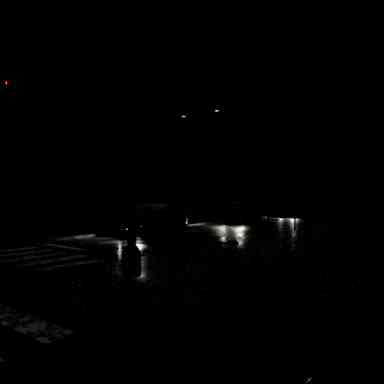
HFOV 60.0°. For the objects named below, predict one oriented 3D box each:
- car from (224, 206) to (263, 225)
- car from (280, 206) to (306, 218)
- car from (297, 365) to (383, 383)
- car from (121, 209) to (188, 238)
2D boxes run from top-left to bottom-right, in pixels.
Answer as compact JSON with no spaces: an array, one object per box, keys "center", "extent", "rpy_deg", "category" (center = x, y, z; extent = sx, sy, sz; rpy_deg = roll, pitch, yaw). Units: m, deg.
[{"center":[4.720,2.064,29.892],"extent":[1.882,1.535,5.008],"rpy_deg":[0,-1,35],"category":"car"},{"center":[12.386,2.366,40.621],"extent":[1.837,1.490,4.892],"rpy_deg":[0,0,36],"category":"car"},{"center":[2.411,1.551,1.232],"extent":[4.403,1.369,2.008],"rpy_deg":[0,0,36],"category":"car"},{"center":[-2.141,1.847,20.255],"extent":[1.837,1.490,4.892],"rpy_deg":[0,-1,35],"category":"car"}]
